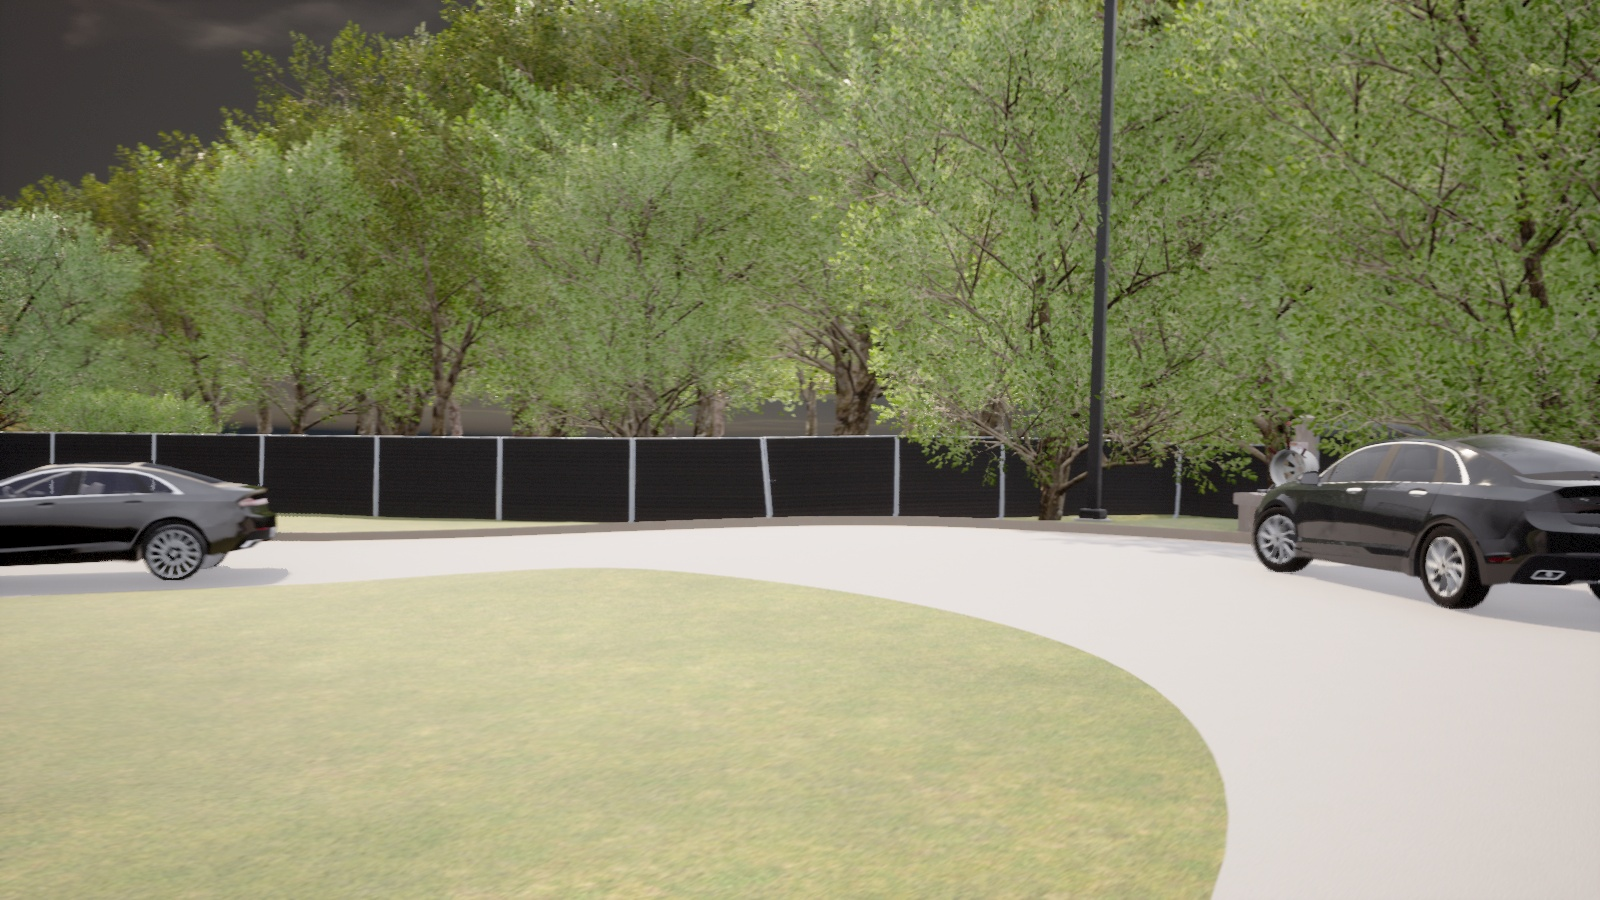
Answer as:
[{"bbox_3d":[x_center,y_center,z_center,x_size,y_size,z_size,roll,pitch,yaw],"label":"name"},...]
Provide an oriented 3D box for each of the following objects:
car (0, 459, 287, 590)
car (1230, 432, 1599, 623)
[{"bbox_3d":[-9.415,0.922,16.221,4.902,1.511,2.128,-1,0,-14],"label":"car"},{"bbox_3d":[6.255,0.592,12.297,1.837,1.490,4.892,1,0,-8],"label":"car"}]
